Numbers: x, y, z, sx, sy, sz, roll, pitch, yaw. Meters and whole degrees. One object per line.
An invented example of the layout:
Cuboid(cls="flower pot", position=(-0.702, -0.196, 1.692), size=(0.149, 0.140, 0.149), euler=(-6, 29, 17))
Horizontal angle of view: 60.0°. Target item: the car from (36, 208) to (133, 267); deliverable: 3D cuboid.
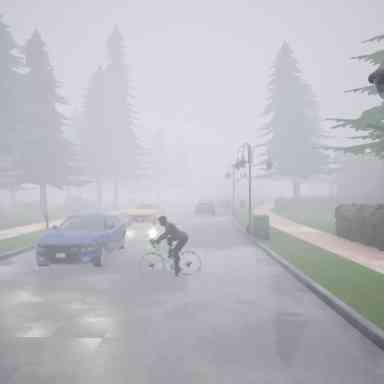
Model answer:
Cuboid(cls="car", position=(-3.564, 1.477, 11.570), size=(1.882, 1.535, 5.008), euler=(0, 0, 0))

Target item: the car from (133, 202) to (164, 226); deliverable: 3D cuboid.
Cuboid(cls="car", position=(-3.228, 1.477, 23.863), size=(1.882, 1.535, 5.008), euler=(0, 0, 4))

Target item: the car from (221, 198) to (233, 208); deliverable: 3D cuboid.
Cuboid(cls="car", position=(4.722, 1.562, 48.145), size=(1.994, 1.385, 4.181), euler=(0, 0, 16))

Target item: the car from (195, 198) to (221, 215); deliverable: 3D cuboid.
Cuboid(cls="car", position=(1.492, 1.489, 33.553), size=(2.128, 1.511, 4.902), euler=(0, 0, 8))

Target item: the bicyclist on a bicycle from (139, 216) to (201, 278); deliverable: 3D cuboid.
Cuboid(cls="bicyclist on a bicycle", position=(-0.592, 1.450, 8.773), size=(1.656, 1.620, 0.582), euler=(-2, 0, 0))
